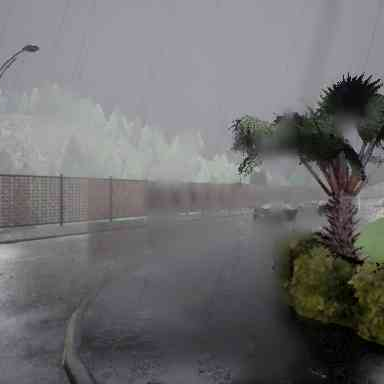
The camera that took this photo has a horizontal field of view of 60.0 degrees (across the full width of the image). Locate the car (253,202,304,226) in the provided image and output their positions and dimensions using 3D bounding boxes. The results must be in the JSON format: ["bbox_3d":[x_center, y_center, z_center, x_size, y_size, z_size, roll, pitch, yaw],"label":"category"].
[{"bbox_3d":[6.142,1.477,23.835,1.882,1.535,5.008,0,0,36],"label":"car"}]

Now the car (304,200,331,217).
[{"bbox_3d":[11.938,1.491,31.903,2.128,1.511,4.902,0,0,35],"label":"car"}]
